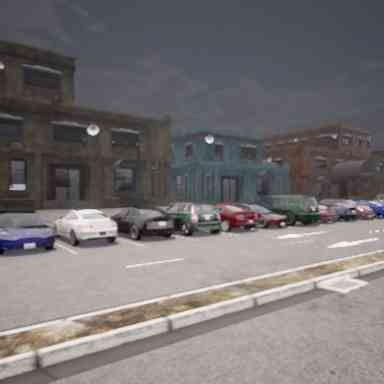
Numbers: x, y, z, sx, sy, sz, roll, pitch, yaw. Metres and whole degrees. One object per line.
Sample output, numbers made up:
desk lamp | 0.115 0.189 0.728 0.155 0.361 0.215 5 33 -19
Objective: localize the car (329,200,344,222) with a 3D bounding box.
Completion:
car | 8.467 1.521 25.051 2.002 1.452 4.674 0 0 -36

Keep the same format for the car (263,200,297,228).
car | 4.019 1.502 21.790 2.163 1.488 4.792 0 0 -36

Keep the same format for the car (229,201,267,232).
car | 1.774 1.469 20.191 2.097 1.535 5.008 0 0 -36

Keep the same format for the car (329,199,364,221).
car | 10.680 1.517 26.696 2.163 1.488 4.792 0 0 -36

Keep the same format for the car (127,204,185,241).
car | -2.709 1.496 16.980 2.163 1.488 4.792 0 0 -36

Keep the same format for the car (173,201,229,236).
car | -0.442 1.342 18.550 2.185 1.767 4.553 0 0 -36

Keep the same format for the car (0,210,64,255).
car | -7.138 1.499 13.693 2.163 1.488 4.792 0 0 -36

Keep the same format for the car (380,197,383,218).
car | 15.164 1.499 29.907 2.097 1.535 5.008 0 0 -36

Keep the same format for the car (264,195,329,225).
car | 6.218 1.225 23.457 2.435 2.045 5.566 0 0 -36

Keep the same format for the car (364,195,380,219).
car | 12.911 1.367 28.317 2.185 1.767 4.553 0 0 -36

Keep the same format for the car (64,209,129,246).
car | -4.951 1.508 15.314 2.002 1.452 4.674 0 0 -36
